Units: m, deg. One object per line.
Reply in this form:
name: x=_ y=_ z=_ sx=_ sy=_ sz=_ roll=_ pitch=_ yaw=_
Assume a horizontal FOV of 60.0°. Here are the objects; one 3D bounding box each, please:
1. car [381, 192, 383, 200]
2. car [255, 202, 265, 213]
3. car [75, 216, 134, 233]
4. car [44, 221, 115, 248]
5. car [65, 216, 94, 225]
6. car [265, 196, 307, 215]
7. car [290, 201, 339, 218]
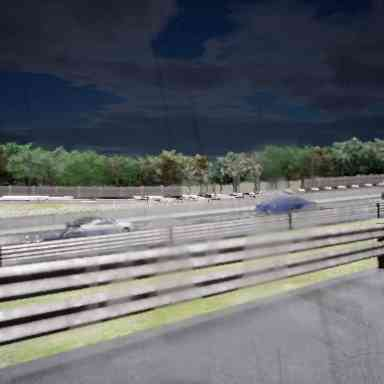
car: x=30.256 y=0.344 z=49.331 sx=4.892 sy=1.490 sz=1.837 roll=-4 pitch=2 yaw=-23
car: x=10.054 y=1.754 z=40.601 sx=5.008 sy=1.535 sz=1.882 roll=-4 pitch=2 yaw=-23
car: x=-7.504 y=3.105 z=29.201 sx=4.674 sy=1.442 sz=1.812 roll=-4 pitch=2 yaw=-23
car: x=-8.556 y=3.331 z=24.935 sx=4.718 sy=1.301 sz=1.895 roll=-4 pitch=2 yaw=-23
car: x=-9.730 y=3.091 z=32.052 sx=4.892 sy=1.490 sz=1.837 roll=-4 pitch=2 yaw=-23
car: x=11.457 y=1.509 z=37.392 sx=5.566 sy=2.045 sz=2.150 roll=-4 pitch=2 yaw=-23
car: x=12.857 y=1.930 z=34.188 sx=4.718 sy=1.301 sz=1.895 roll=-4 pitch=2 yaw=-23
